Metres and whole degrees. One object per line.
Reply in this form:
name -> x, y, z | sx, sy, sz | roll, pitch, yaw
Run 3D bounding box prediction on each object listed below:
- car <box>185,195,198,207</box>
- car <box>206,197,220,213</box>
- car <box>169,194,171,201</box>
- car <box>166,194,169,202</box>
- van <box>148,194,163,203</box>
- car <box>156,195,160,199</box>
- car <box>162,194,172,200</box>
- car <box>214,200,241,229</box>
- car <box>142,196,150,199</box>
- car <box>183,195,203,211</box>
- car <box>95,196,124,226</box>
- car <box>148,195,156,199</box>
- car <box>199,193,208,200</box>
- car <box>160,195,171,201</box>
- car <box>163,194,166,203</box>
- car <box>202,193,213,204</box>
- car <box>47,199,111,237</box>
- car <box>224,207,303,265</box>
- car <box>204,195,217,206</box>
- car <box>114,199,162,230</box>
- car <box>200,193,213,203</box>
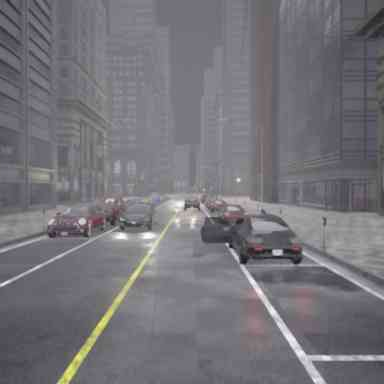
car -> -0.044, 1.291, 48.114 | 1.837, 1.490, 4.892 | 0, 1, 0
car -> 2.724, 1.427, 33.976 | 1.802, 1.307, 4.206 | 0, 0, 0
car -> -5.838, 1.276, 67.781 | 1.947, 1.339, 4.313 | 0, 0, 0
car -> -5.832, 1.312, 62.145 | 1.802, 1.307, 4.206 | 0, 0, 0
van -> -5.820, 1.114, 50.870 | 1.690, 1.788, 3.998 | 0, 0, 0
car -> -5.813, 1.378, 45.235 | 1.802, 1.307, 4.206 | 0, 0, 0
car -> -5.850, 1.222, 79.054 | 2.008, 1.369, 4.403 | 0, 0, 0
car -> 2.736, 1.478, 22.704 | 1.802, 1.307, 4.206 | 0, 0, 0
car -> -5.801, 1.410, 33.961 | 1.947, 1.339, 4.313 | 0, 0, 0
car -> 0.026, 1.332, 37.871 | 1.837, 1.490, 4.892 | 0, 0, 0
car -> -5.790, 1.210, 22.687 | 2.192, 1.841, 5.009 | 0, 0, 0
car -> -5.807, 1.371, 39.598 | 2.008, 1.369, 4.403 | 0, 0, 0
car -> 2.674, 1.112, 79.064 | 1.967, 1.590, 4.097 | 0, 0, 0
car -> -5.844, 1.256, 73.417 | 1.947, 1.339, 4.313 | 0, 0, 0
car -> -5.826, 1.277, 56.338 | 1.752, 1.417, 4.829 | 0, 0, 0
car -> 2.711, 1.237, 45.248 | 1.967, 1.590, 4.097 | 0, 0, 0
car -> -5.784, 1.361, 17.051 | 1.967, 1.590, 4.097 | 0, 0, 0
car -> 2.340, 1.473, 11.401 | 1.812, 1.442, 4.674 | 0, 0, 0
car -> 2.718, 1.403, 39.613 | 1.802, 1.307, 4.206 | 0, 0, 0
car -> -3.121, 1.411, 20.234 | 1.837, 1.490, 4.892 | 0, 0, 0
car -> 2.692, 1.046, 62.155 | 2.192, 1.841, 5.009 | 0, 0, 0
